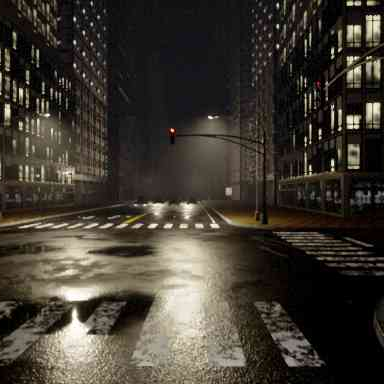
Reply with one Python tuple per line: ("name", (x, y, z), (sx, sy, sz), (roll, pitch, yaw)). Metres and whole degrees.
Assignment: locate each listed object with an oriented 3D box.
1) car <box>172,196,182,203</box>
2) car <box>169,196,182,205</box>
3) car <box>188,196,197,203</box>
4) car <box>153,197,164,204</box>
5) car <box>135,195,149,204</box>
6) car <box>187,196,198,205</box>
("car", (-3.176, 1.519, 70.145), (1.994, 1.385, 4.181), (0, 0, 0))
("car", (-3.187, 1.643, 59.727), (2.033, 1.411, 5.357), (0, 0, 0))
("car", (0.075, 1.579, 70.588), (1.895, 1.301, 4.718), (0, 0, 0))
("car", (-6.432, 1.676, 64.315), (1.994, 1.385, 4.181), (0, 0, 0))
("car", (-9.682, 1.464, 64.349), (2.097, 1.767, 4.553), (0, 0, 0))
("car", (0.064, 1.645, 60.140), (2.033, 1.411, 5.357), (0, 0, 0))
